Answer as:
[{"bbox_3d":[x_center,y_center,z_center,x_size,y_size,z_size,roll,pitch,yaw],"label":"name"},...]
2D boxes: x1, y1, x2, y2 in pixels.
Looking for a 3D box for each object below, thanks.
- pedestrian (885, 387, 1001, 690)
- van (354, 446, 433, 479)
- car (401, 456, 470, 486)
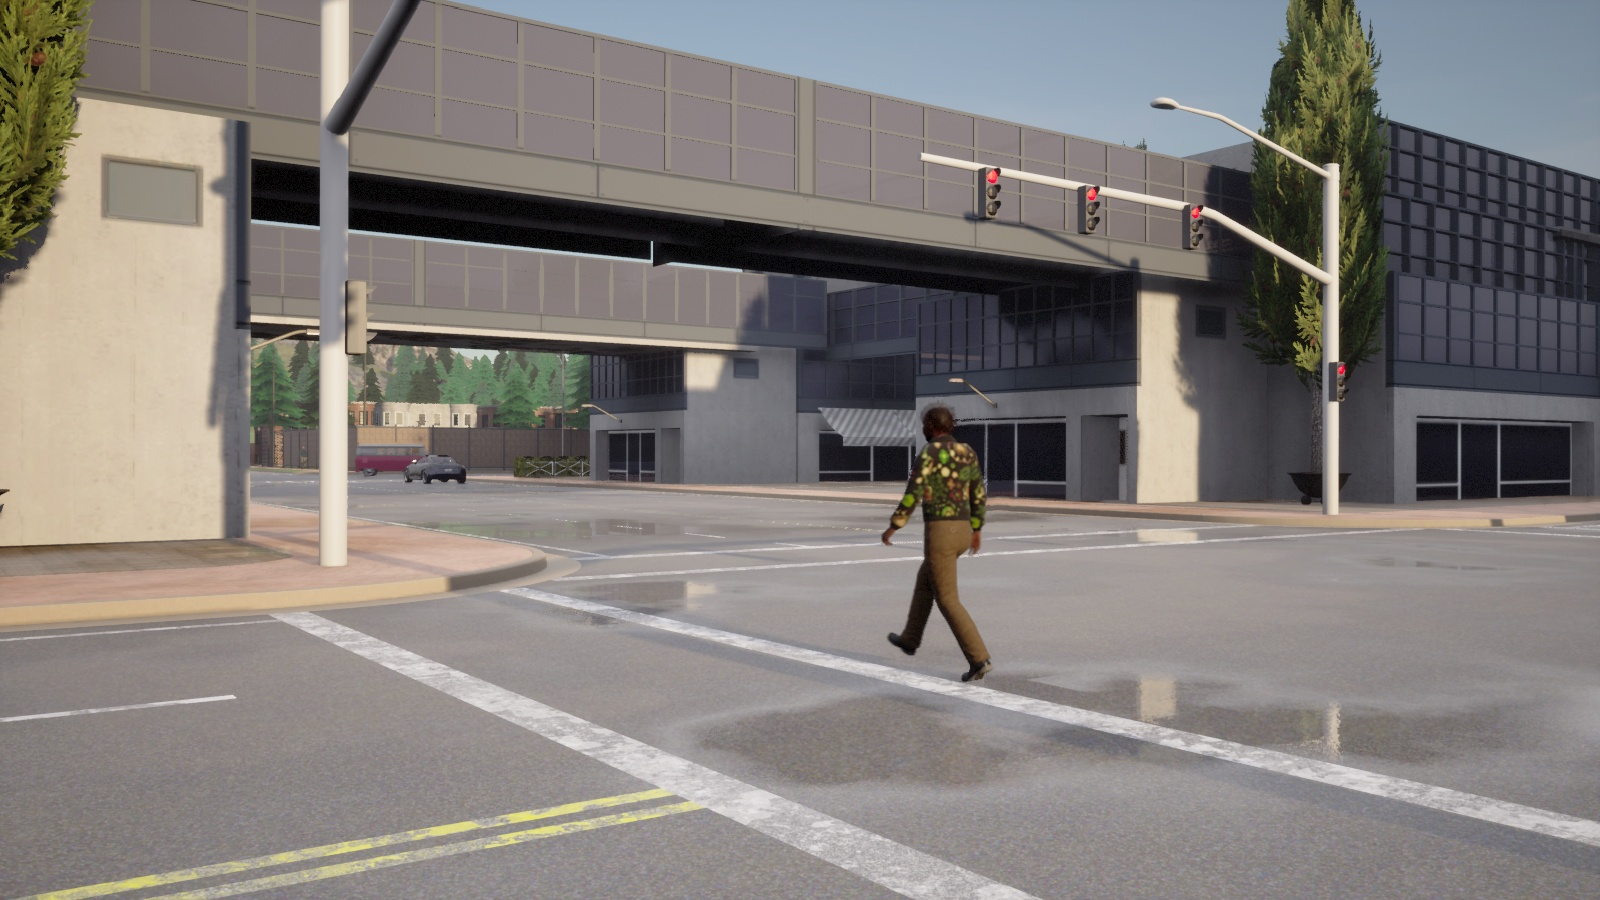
[{"bbox_3d":[0.947,0.565,8.389,0.395,1.930,0.692,0,0,-37],"label":"pedestrian"},{"bbox_3d":[-24.305,0.733,75.163,4.442,1.987,1.775,0,0,-17],"label":"van"},{"bbox_3d":[-17.685,0.995,60.802,1.994,1.385,4.181,0,0,-34],"label":"car"}]
